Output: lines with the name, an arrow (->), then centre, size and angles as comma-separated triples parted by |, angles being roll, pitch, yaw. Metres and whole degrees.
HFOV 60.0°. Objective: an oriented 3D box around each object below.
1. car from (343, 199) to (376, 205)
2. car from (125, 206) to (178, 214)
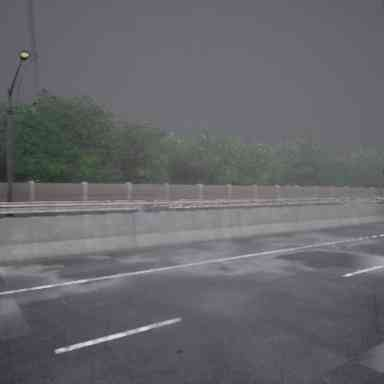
car -> 16.108, 1.473, 32.489 | 5.008, 1.535, 1.882 | 0, 0, -35
car -> -2.510, 1.534, 19.360 | 5.357, 1.411, 2.033 | 0, 0, -35
